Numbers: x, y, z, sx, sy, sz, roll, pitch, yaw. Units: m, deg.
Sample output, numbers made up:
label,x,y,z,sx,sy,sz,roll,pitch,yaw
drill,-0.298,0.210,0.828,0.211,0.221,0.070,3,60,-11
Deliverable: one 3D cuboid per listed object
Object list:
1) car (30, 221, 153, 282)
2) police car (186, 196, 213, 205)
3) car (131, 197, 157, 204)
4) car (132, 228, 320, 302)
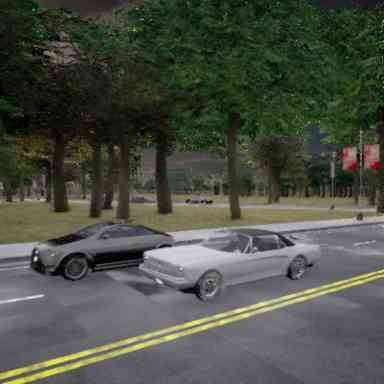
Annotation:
label,x,y,z,sx,sy,sz,roll,pitch,yaw
car,-2.474,1.581,9.903,4.181,1.385,1.994,0,0,-35
police car,1.380,1.507,60.255,5.238,1.638,1.930,0,0,31
car,-8.952,1.585,62.714,5.357,1.411,2.033,0,0,31
car,1.104,1.629,8.462,4.718,1.301,1.895,0,0,-35
